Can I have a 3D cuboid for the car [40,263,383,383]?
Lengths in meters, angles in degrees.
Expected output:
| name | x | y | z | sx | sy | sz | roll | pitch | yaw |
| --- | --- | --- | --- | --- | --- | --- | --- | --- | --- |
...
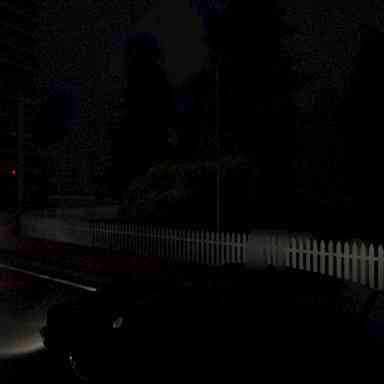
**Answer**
| name | x | y | z | sx | sy | sz | roll | pitch | yaw |
| --- | --- | --- | --- | --- | --- | --- | --- | --- | --- |
| car | 0.606 | 1.547 | 3.562 | 5.357 | 1.411 | 2.033 | 0 | 0 | 36 |
